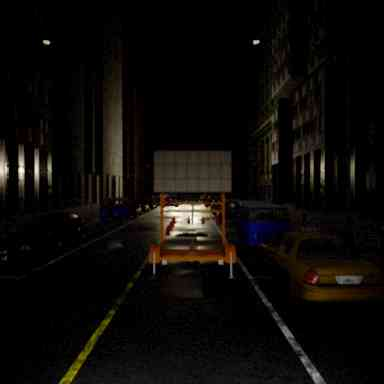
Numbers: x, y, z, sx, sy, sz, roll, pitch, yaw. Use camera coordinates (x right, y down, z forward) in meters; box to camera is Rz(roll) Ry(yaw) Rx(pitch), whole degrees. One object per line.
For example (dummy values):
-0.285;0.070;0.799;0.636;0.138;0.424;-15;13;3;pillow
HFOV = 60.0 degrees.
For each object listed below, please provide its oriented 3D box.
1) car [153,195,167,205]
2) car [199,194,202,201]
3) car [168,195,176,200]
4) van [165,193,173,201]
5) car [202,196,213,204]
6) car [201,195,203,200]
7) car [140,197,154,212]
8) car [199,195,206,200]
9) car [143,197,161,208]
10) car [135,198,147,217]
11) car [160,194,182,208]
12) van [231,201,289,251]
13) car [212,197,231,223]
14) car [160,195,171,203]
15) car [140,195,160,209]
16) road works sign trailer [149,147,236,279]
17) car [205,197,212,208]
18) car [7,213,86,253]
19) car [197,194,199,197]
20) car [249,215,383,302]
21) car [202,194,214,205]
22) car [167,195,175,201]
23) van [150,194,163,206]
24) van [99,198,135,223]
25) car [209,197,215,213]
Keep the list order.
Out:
-5.635;1.388;58.755;1.967;1.590;4.097;0;0;0;car
2.890;1.263;58.745;2.192;1.841;5.009;0;0;0;car
-5.560;1.474;92.574;2.008;1.369;4.403;0;0;0;car
-5.585;1.271;81.302;1.690;1.788;3.998;0;0;0;van
2.903;1.488;64.382;1.887;1.381;4.507;0;0;0;car
2.878;1.519;53.109;1.947;1.339;4.313;0;0;0;car
-5.685;1.533;36.208;1.947;1.339;4.313;0;0;0;car
2.965;1.489;92.562;1.947;1.339;4.313;0;0;0;car
-5.660;1.502;47.482;1.887;1.381;4.507;0;0;0;car
-5.697;1.538;30.571;1.947;1.339;4.313;0;0;0;car
-2.964;1.309;46.672;2.097;1.767;4.553;0;0;0;car
2.789;1.328;13.654;1.690;1.788;3.998;0;0;0;van
2.815;1.417;24.927;1.967;1.590;4.097;0;0;0;car
-5.610;1.379;70.029;1.967;1.590;4.097;0;0;0;car
-5.673;1.277;41.844;2.192;1.841;5.009;0;0;0;car
0.022;0.454;9.976;2.380;3.560;2.880;0;0;0;road works sign trailer
2.840;1.518;36.200;2.008;1.369;4.403;0;0;0;car
-5.735;1.552;13.661;1.947;1.339;4.313;0;0;0;car
2.940;1.370;81.290;1.967;1.590;4.097;0;0;0;car
2.778;1.517;8.189;1.752;1.417;4.829;0;0;0;car
2.865;1.398;47.472;1.967;1.590;4.097;0;0;0;car
-5.573;1.452;86.769;1.752;1.417;4.829;0;0;0;car
-5.648;1.294;53.118;1.690;1.788;3.998;0;0;0;van
-5.711;1.318;24.935;1.690;1.788;3.998;0;0;0;van
2.828;1.497;30.734;1.752;1.417;4.829;0;0;0;car
